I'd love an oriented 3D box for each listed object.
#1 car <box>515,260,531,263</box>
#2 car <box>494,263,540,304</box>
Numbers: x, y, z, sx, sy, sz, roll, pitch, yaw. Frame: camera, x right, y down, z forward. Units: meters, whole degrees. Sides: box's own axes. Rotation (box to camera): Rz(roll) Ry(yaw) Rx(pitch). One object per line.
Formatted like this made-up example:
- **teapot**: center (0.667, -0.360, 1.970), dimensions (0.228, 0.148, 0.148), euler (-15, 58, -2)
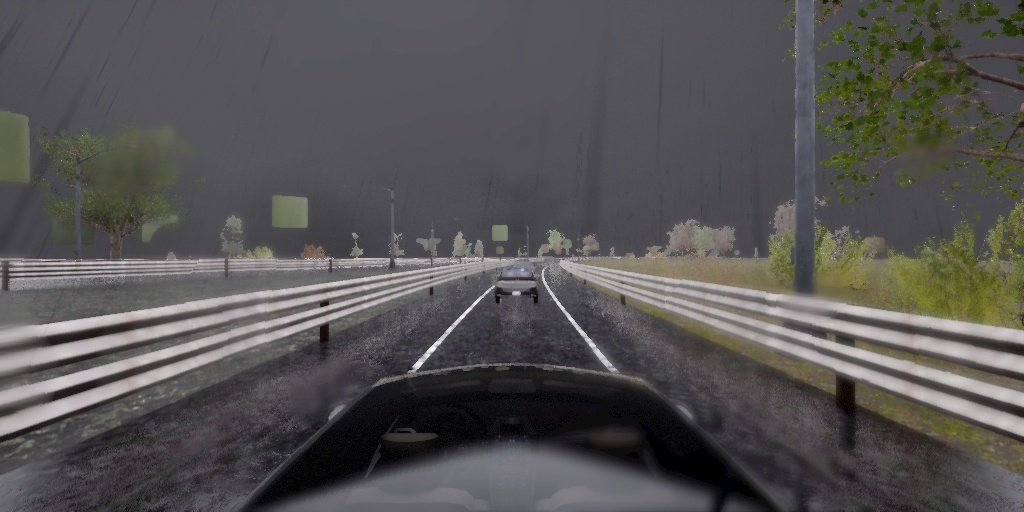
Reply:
- **car**: center (0.995, 1.119, 31.324), dimensions (2.097, 1.767, 4.553), euler (0, 0, 4)
- **car**: center (0.249, 1.246, 16.431), dimensions (2.128, 1.511, 4.902), euler (0, 0, 2)
